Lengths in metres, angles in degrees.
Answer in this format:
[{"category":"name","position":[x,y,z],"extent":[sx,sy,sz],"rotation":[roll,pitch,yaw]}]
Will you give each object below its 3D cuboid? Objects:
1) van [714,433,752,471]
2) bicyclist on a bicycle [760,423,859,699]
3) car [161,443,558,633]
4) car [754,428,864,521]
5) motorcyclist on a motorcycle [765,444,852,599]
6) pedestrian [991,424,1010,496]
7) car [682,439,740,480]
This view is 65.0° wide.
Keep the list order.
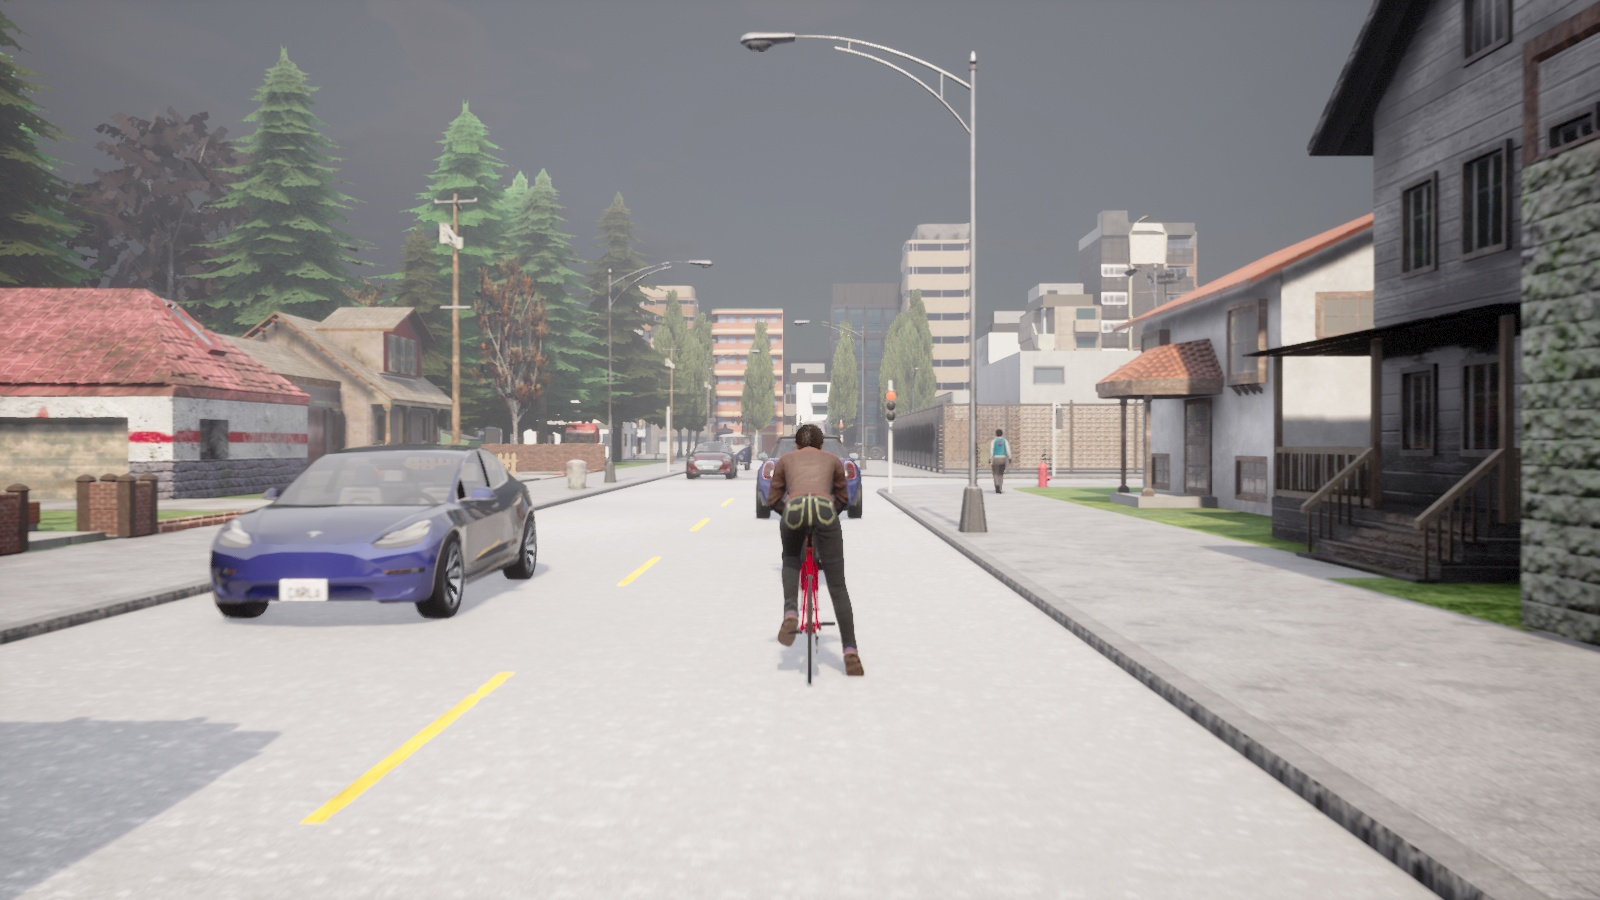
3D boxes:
[{"category":"van","position":[-3.594,0.113,68.032],"extent":[1.775,1.987,4.442],"rotation":[0,0,0]},{"category":"bicyclist on a bicycle","position":[0.062,0.653,8.205],"extent":[0.582,1.620,1.656],"rotation":[0,0,0]},{"category":"car","position":[-3.915,0.674,12.232],"extent":[2.163,1.488,4.792],"rotation":[0,0,0]},{"category":"car","position":[0.174,0.457,26.195],"extent":[2.097,1.767,4.553],"rotation":[0,0,0]},{"category":"motorcyclist on a motorcycle","position":[0.093,0.705,13.542],"extent":[0.866,1.530,2.191],"rotation":[0,0,0]},{"category":"pedestrian","position":[5.423,0.269,34.017],"extent":[0.396,1.930,0.692],"rotation":[0,0,1]},{"category":"car","position":[-3.682,0.377,52.693],"extent":[2.033,1.649,4.856],"rotation":[0,0,0]}]
